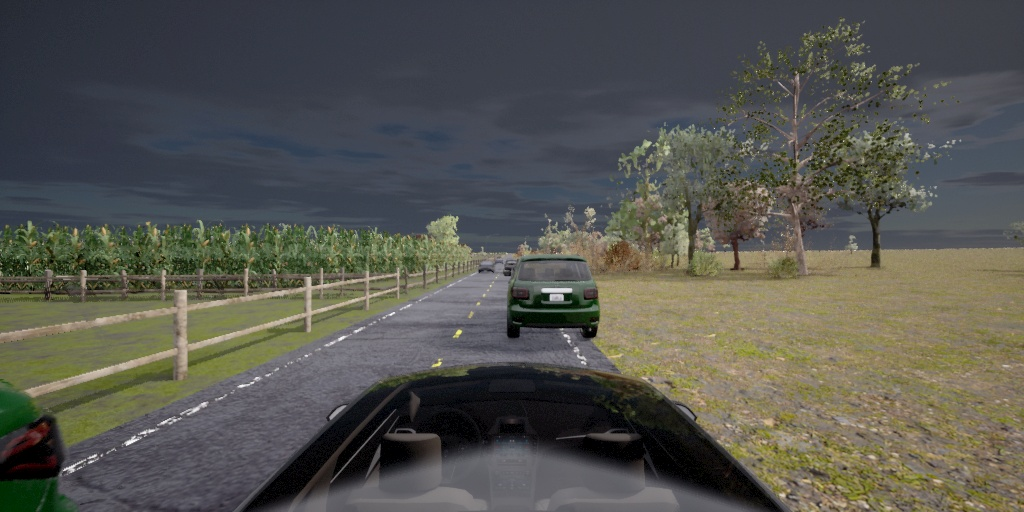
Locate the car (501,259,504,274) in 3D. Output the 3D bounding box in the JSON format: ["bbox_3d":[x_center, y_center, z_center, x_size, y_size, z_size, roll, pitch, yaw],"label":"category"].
[{"bbox_3d":[0.013,1.257,43.067,1.837,1.490,4.892,0,0,0],"label":"car"}]

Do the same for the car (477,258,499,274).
[{"bbox_3d":[-2.926,1.300,42.050,2.033,1.411,5.357,0,0,0],"label":"car"}]

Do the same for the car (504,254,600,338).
[{"bbox_3d":[0.947,0.980,10.318,2.150,2.045,5.566,0,0,0],"label":"car"}]
